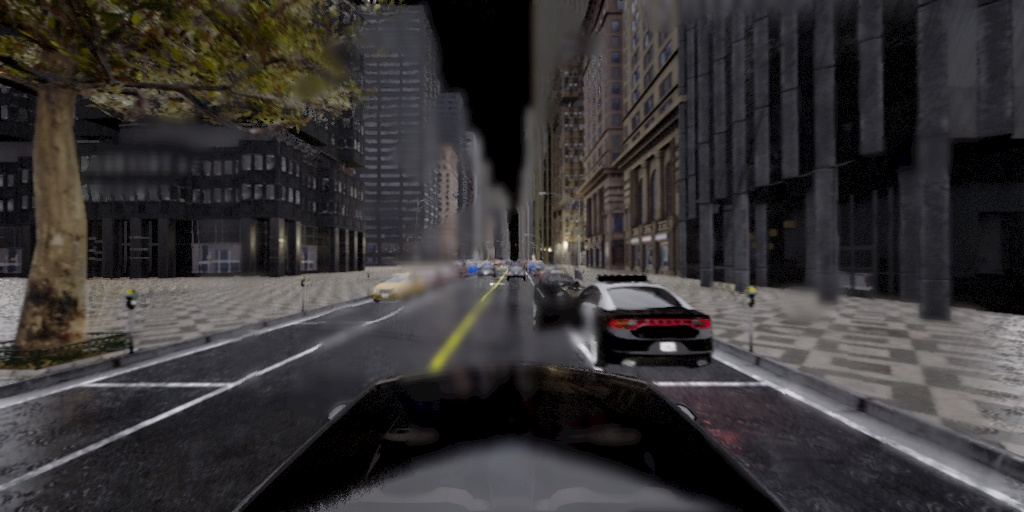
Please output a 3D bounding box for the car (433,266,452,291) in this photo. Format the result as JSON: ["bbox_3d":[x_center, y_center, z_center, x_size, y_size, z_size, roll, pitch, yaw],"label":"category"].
[{"bbox_3d":[-5.510,1.570,24.084,1.802,1.307,4.207,0,0,1],"label":"car"}]

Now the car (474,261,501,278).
[{"bbox_3d":[-2.648,1.617,39.617,2.128,1.511,4.902,0,-1,1],"label":"car"}]

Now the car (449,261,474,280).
[{"bbox_3d":[-5.391,1.411,35.437,2.192,1.841,5.009,0,0,1],"label":"car"}]

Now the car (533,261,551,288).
[{"bbox_3d":[3.074,1.440,29.679,1.967,1.591,4.097,0,0,1],"label":"car"}]

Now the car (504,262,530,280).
[{"bbox_3d":[0.432,1.616,35.395,2.033,1.411,5.357,0,-1,1],"label":"car"}]

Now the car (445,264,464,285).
[{"bbox_3d":[-5.450,1.624,29.760,1.802,1.307,4.207,0,0,1],"label":"car"}]

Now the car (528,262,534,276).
[{"bbox_3d":[3.194,1.660,41.034,2.007,1.370,4.403,0,0,1],"label":"car"}]

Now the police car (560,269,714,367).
[{"bbox_3d":[2.448,1.224,8.149,1.930,1.638,5.238,0,-1,1],"label":"police car"}]

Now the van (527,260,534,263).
[{"bbox_3d":[3.254,1.505,46.711,1.690,1.789,3.998,0,0,1],"label":"van"}]

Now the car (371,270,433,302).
[{"bbox_3d":[-5.572,1.460,18.237,1.751,1.417,4.829,0,0,1],"label":"car"}]

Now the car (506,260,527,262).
[{"bbox_3d":[0.537,1.693,49.034,2.128,1.511,4.902,0,0,1],"label":"car"}]

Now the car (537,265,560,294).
[{"bbox_3d":[3.015,1.497,24.003,2.007,1.370,4.403,0,0,1],"label":"car"}]
